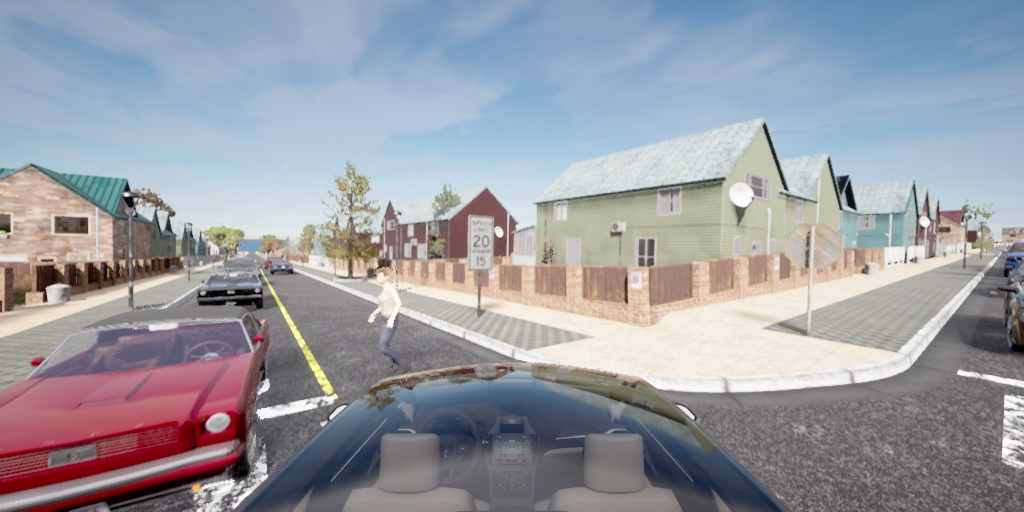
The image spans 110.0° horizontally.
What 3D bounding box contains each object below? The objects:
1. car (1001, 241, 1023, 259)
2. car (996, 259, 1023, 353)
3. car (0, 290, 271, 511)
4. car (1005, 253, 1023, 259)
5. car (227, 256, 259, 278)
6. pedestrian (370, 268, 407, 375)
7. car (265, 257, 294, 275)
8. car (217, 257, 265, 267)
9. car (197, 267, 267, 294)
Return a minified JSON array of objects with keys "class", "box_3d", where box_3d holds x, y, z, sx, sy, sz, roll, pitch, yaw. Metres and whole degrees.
[{"class":"car","box_3d":[29.615,0.175,20.218,5.566,2.045,2.150,-2,3,-35]},{"class":"car","box_3d":[10.837,0.979,6.717,4.902,1.511,2.128,-2,3,-37]},{"class":"car","box_3d":[-4.002,1.352,4.167,1.895,1.301,4.718,0,0,-32]},{"class":"car","box_3d":[19.108,0.778,12.710,4.674,1.442,1.812,-2,3,-36]},{"class":"car","box_3d":[-23.172,0.888,30.994,2.097,1.767,4.553,0,1,-36]},{"class":"pedestrian","box_3d":[-2.047,1.040,5.921,0.375,1.860,0.375,-2,3,-36]},{"class":"car","box_3d":[-22.836,1.055,35.483,2.033,1.411,5.357,0,0,-36]},{"class":"car","box_3d":[-16.737,0.959,22.092,2.097,1.767,4.553,0,1,-36]},{"class":"car","box_3d":[-10.748,1.275,13.850,1.895,1.301,4.718,0,0,-36]}]
